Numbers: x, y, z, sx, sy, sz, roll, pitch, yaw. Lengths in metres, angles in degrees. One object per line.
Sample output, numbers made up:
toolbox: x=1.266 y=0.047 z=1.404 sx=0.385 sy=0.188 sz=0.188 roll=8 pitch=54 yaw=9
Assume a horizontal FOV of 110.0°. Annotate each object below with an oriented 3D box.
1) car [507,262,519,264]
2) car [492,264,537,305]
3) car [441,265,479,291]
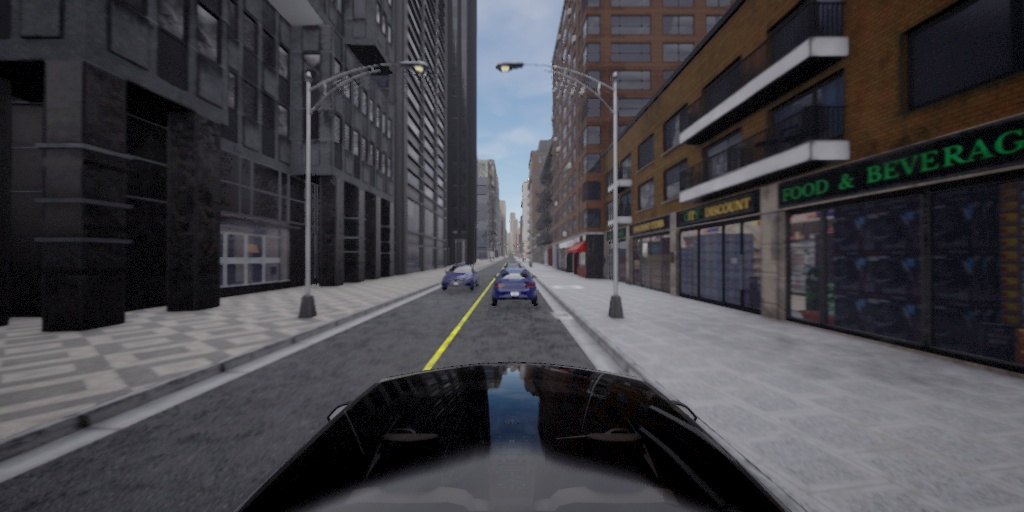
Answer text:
car: x=0.106 y=1.297 z=34.624 sx=1.994 sy=1.385 sz=4.181 roll=0 pitch=0 yaw=0
car: x=0.102 y=1.269 z=15.917 sx=1.812 sy=1.442 sz=4.674 roll=0 pitch=0 yaw=0
car: x=-3.052 y=1.265 z=21.982 sx=1.812 sy=1.442 sz=4.674 roll=0 pitch=0 yaw=0
